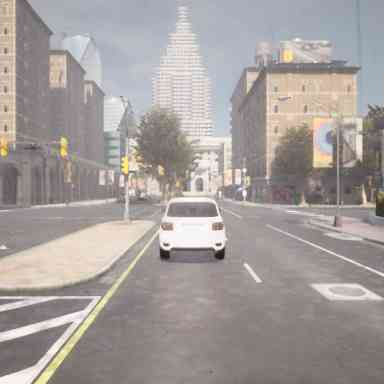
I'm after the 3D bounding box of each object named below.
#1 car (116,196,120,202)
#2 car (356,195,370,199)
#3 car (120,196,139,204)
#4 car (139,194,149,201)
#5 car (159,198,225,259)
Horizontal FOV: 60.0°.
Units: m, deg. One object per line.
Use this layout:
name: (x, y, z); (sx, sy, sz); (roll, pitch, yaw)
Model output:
car: (-15.397, 1.584, 73.529); (1.895, 1.301, 4.718); (0, 0, -1)
car: (37.283, 1.470, 75.392); (2.231, 1.521, 4.892); (0, 0, -1)
car: (-12.103, 1.494, 65.174); (1.837, 1.490, 4.892); (0, 0, 0)
car: (-12.207, 1.583, 80.193); (1.895, 1.301, 4.718); (0, 0, -1)
car: (-0.007, 1.220, 12.778); (2.150, 2.045, 5.566); (0, 0, -1)
